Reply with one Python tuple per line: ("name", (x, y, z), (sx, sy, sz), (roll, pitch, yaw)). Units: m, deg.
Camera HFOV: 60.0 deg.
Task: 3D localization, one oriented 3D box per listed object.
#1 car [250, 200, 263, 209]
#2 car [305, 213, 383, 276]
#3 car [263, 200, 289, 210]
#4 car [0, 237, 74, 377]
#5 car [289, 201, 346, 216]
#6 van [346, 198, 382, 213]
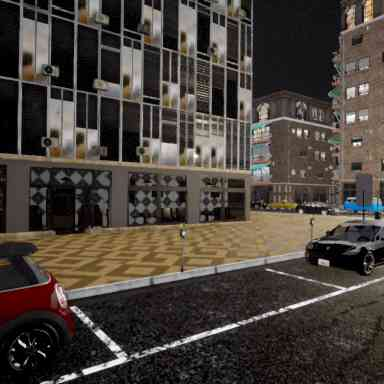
("car", (9.654, 1.864, 51.114), (1.947, 1.339, 4.313), (0, -1, -35))
("car", (5.398, 1.567, 10.392), (4.313, 1.339, 1.947), (0, 1, -35))
("car", (12.719, 1.787, 46.694), (1.752, 1.417, 4.829), (0, -1, -35))
("car", (-3.682, 1.440, 3.922), (4.097, 1.590, 1.967), (0, 1, -35))
("car", (12.253, 1.620, 32.662), (2.008, 1.369, 4.403), (0, -1, -35))
("van", (19.143, 1.525, 37.437), (1.690, 1.788, 3.998), (0, -1, -35))
